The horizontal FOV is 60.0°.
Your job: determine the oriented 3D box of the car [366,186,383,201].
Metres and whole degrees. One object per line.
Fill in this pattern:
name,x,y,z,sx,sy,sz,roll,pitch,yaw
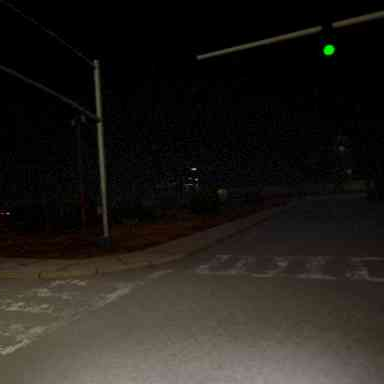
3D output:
car,25.118,0.085,43.916,1.905,1.878,3.866,-9,0,-19

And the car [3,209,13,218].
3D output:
car,-34.395,4.053,65.136,2.097,1.767,4.553,-4,-1,28
